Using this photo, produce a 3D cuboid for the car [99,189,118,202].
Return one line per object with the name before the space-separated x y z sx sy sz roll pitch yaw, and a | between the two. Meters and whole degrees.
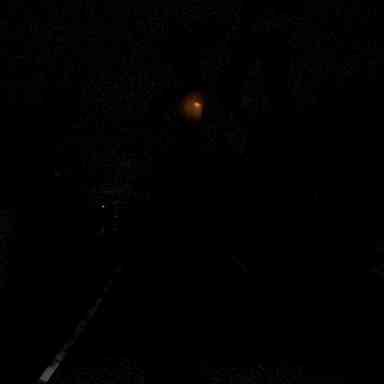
car | -10.449 0.428 41.502 1.812 1.442 4.674 -1 2 -17
